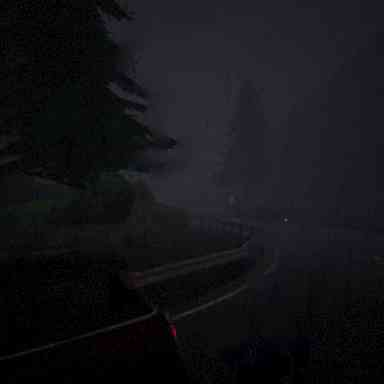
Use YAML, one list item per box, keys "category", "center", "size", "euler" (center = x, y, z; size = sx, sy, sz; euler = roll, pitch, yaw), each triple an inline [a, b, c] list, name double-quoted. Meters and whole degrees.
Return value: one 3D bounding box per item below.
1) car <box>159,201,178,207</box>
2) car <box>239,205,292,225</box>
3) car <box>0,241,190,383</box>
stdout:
- category: "car"
  center: [-3.600, 1.859, 40.091]
  size: [1.882, 1.535, 5.008]
  euler: [1, -1, -37]
- category: "car"
  center: [5.836, 1.818, 26.953]
  size: [1.837, 1.490, 4.892]
  euler: [2, -1, -30]
- category: "car"
  center: [-2.272, 1.362, 2.457]
  size: [4.553, 1.767, 2.097]
  euler: [1, -1, -38]
